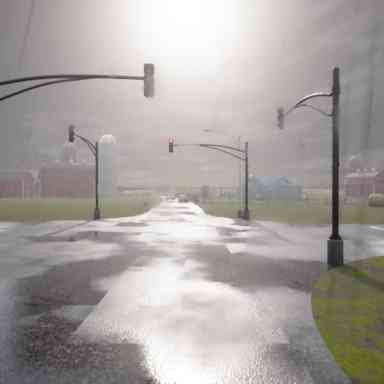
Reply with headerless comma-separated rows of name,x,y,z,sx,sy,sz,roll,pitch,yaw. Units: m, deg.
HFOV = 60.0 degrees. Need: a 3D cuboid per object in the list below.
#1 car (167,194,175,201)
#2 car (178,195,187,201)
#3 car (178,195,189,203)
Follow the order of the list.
car,-4.709,1.182,73.840,1.812,1.442,4.674,0,0,-3
car,-2.333,1.463,79.825,1.837,1.490,4.892,0,0,-4
car,-1.722,1.623,69.841,1.895,1.301,4.718,0,0,-3
